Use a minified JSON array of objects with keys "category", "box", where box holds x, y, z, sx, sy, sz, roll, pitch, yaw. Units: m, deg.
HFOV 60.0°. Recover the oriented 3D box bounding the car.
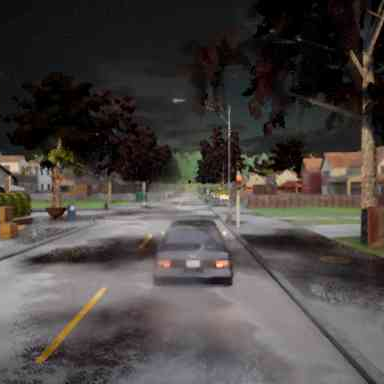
[{"category":"car","box":[0.042,1.475,9.212,2.033,1.411,5.357,0,0,0]}]
